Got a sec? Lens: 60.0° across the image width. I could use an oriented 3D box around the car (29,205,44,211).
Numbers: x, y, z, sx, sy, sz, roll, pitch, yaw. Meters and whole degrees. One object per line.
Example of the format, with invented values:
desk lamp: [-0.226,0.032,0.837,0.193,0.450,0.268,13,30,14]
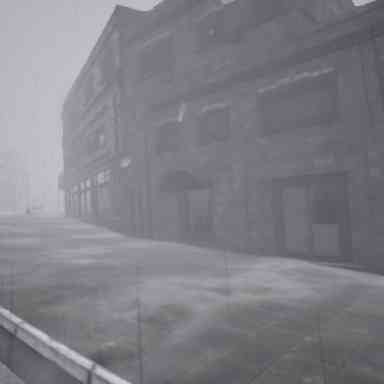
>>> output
car: [-30.643,3.131,65.189,1.895,1.301,4.718,-2,-1,-8]
